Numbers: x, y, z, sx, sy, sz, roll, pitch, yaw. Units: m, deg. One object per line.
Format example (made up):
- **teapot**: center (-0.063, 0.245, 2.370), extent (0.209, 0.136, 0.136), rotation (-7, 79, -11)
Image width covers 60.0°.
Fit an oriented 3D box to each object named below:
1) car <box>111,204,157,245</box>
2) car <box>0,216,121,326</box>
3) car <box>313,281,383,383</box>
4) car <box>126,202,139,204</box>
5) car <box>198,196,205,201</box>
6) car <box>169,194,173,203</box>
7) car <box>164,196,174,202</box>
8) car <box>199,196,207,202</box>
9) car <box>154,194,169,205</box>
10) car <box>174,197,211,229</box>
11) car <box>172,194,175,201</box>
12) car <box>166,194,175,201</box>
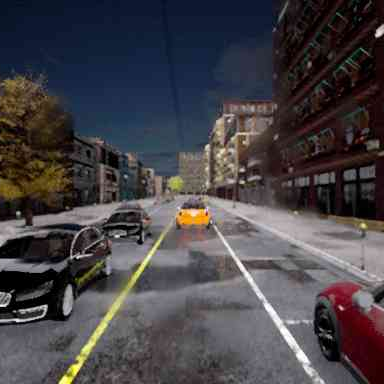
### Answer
- **car**: center (-3.004, 1.537, 15.839), extent (1.837, 1.490, 4.892), rotation (0, 0, 0)
- **car**: center (-3.094, 1.521, 7.375), extent (1.837, 1.490, 4.892), rotation (0, 0, 0)
- **car**: center (2.704, 1.447, 3.211), extent (1.967, 1.590, 4.097), rotation (1, 0, 0)
- **car**: center (-5.684, 1.647, 31.582), extent (1.802, 1.307, 4.206), rotation (1, 0, 0)
- **car**: center (2.682, 1.749, 94.198), extent (1.887, 1.381, 4.507), rotation (1, 0, 0)
- **car**: center (-5.693, 1.716, 71.389), extent (1.947, 1.339, 4.313), rotation (1, 0, 0)
- **car**: center (-5.696, 1.743, 82.762), extent (1.947, 1.339, 4.313), rotation (1, 0, 0)
- **car**: center (2.684, 1.759, 82.824), extent (1.802, 1.307, 4.206), rotation (1, 0, 0)
- **car**: center (-5.688, 1.565, 60.015), extent (1.967, 1.590, 4.097), rotation (1, 0, 0)
- **car**: center (0.095, 1.397, 22.199), extent (2.097, 1.767, 4.553), rotation (0, 0, 0)
- **car**: center (-5.692, 1.604, 77.075), extent (1.967, 1.590, 4.097), rotation (1, 0, 0)
- **car**: center (-5.692, 1.506, 88.449), extent (2.192, 1.841, 5.009), rotation (1, 0, 0)
